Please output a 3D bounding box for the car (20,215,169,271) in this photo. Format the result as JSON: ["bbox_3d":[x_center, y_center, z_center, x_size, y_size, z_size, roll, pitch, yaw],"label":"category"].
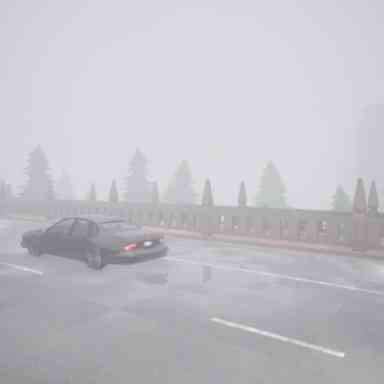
[{"bbox_3d":[-3.240,1.435,10.517,5.357,1.411,2.033,1,0,35],"label":"car"}]
